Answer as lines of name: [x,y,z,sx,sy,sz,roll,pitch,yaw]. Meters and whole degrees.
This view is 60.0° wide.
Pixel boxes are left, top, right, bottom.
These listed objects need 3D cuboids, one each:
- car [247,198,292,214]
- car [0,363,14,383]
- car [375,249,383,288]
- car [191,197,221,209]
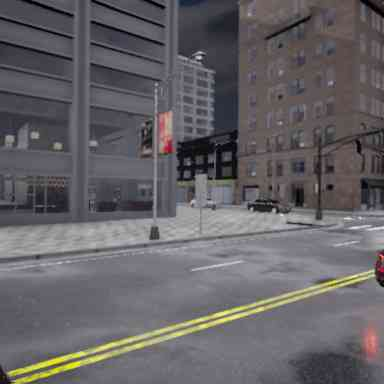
car: [7.599,1.394,33.018,1.837,1.490,4.892,1,0,-36]
car: [-3.156,1.602,1.167,4.718,1.301,1.895,0,0,-36]
car: [6.072,1.521,7.816,4.674,1.442,1.812,0,0,-36]
car: [1.624,1.375,41.264,1.812,1.442,4.674,1,0,-36]
